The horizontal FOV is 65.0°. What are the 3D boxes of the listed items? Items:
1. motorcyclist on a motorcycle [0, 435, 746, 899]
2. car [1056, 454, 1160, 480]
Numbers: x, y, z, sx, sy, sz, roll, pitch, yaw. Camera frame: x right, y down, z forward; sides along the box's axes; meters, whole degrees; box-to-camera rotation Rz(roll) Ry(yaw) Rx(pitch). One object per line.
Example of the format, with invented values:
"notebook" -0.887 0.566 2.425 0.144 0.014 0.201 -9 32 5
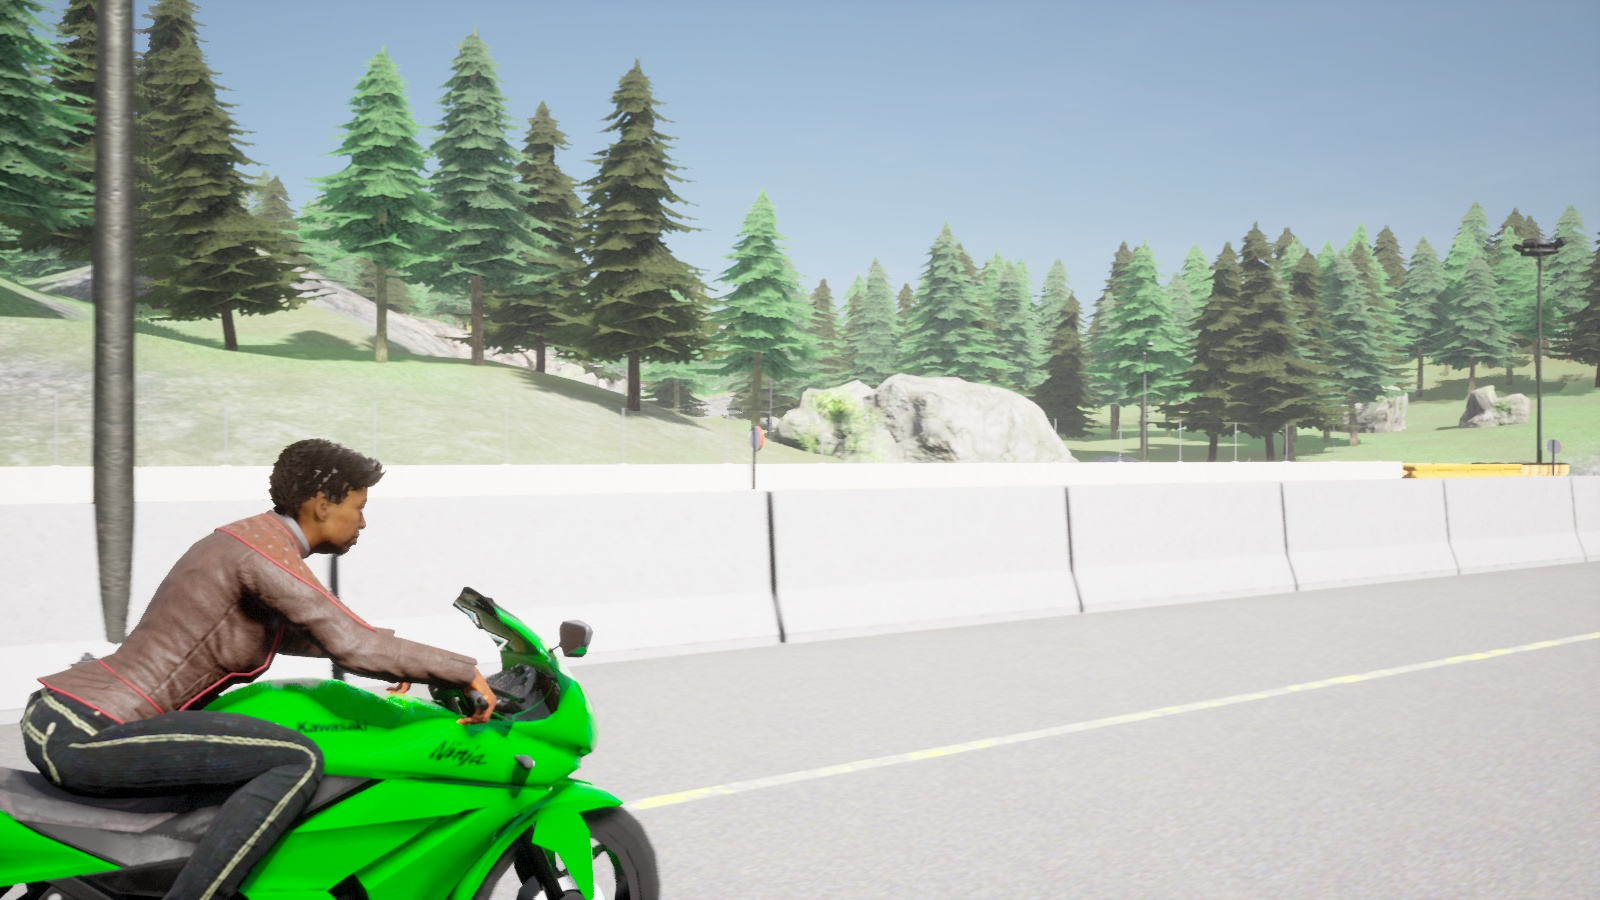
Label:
"motorcyclist on a motorcycle" -1.201 0.736 2.823 2.044 1.523 0.797 0 0 -35
"car" 16.955 0.926 69.117 5.357 1.411 2.033 0 0 19
